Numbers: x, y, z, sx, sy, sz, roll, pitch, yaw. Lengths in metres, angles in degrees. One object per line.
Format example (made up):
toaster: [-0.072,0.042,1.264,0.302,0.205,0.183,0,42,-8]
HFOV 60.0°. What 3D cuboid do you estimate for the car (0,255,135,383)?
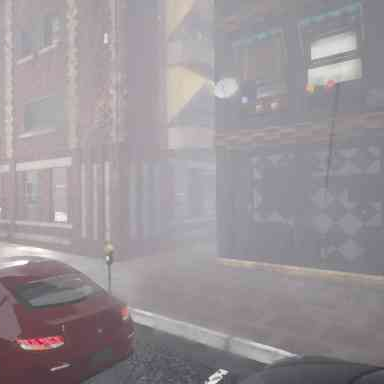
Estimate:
car: [-2.633,1.583,4.720,4.206,1.307,1.802,0,-1,35]

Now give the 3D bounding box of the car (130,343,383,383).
car: [1.975,1.566,1.439,4.313,1.339,1.947,0,-1,35]
